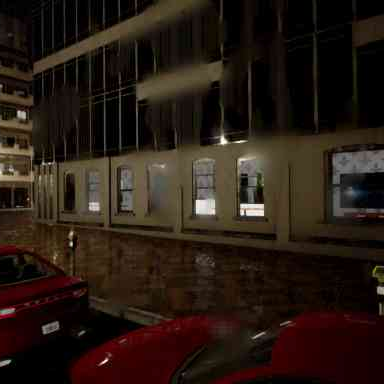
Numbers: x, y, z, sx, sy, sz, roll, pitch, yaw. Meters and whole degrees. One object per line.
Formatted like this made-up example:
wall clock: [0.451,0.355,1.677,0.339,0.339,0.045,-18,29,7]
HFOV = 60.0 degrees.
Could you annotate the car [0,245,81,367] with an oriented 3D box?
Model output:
car: [-3.561,1.546,5.414,4.507,1.381,1.887,0,-1,35]

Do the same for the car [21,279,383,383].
car: [1.016,1.545,2.158,4.507,1.381,1.887,0,-1,35]
